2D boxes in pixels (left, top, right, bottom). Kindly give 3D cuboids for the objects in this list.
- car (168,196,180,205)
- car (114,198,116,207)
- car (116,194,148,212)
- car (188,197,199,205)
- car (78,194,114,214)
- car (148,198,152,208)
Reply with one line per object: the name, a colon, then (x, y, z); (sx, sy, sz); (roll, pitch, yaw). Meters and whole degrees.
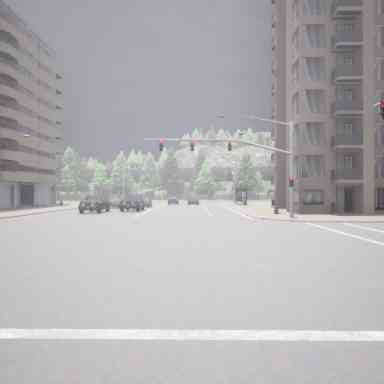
car: (-3.363, 1.526, 60.018); (1.812, 1.442, 4.674); (0, 0, 0)
car: (-10.484, 1.526, 45.856); (1.812, 1.442, 4.674); (0, 0, 0)
car: (-7.005, 1.221, 39.457); (2.150, 2.045, 5.566); (0, 0, 0)
car: (0.233, 1.564, 58.360); (1.994, 1.385, 4.181); (0, 0, 0)
car: (-10.514, 1.221, 36.253); (2.150, 2.045, 5.566); (0, 0, 0)
car: (-6.969, 1.526, 48.986); (1.812, 1.442, 4.674); (0, 0, 0)
